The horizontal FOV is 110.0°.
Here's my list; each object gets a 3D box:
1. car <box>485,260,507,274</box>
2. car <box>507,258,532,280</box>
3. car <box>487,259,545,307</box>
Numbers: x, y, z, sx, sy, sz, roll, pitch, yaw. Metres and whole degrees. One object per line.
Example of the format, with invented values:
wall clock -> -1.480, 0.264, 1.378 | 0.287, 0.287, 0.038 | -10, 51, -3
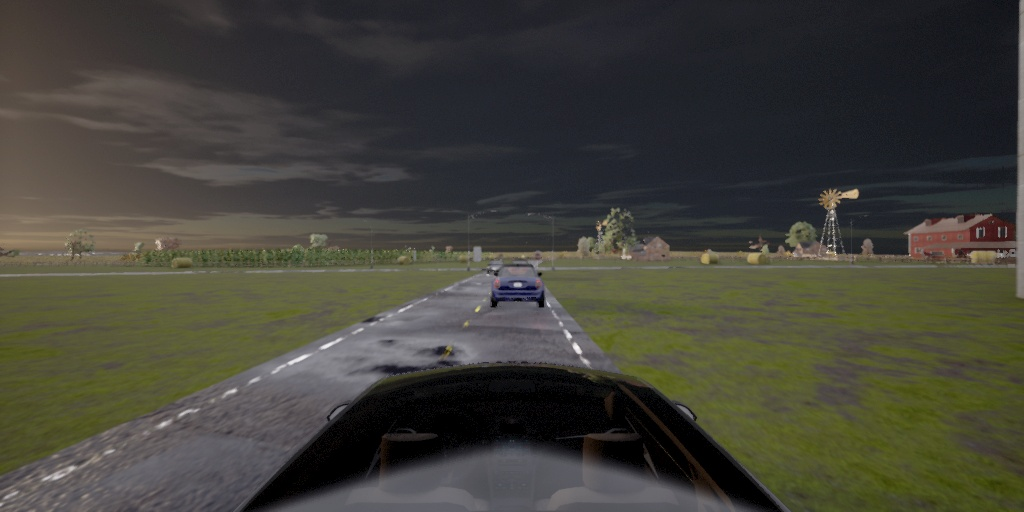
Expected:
car -> -1.763, 1.226, 41.131 | 2.128, 1.511, 4.902 | 0, 0, 3
car -> 0.730, 1.090, 32.293 | 2.097, 1.767, 4.553 | 0, 0, 2
car -> 0.253, 1.097, 15.515 | 2.097, 1.767, 4.553 | 0, 0, 1
